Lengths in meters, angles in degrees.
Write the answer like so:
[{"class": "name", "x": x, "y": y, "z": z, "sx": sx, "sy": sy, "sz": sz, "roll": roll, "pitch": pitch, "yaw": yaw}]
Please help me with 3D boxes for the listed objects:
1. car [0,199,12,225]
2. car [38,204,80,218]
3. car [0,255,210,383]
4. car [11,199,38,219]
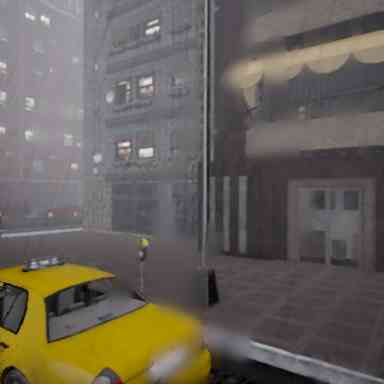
[{"class": "car", "x": -15.028, "y": 1.530, "z": 22.195, "sx": 2.097, "sy": 1.767, "sz": 4.553, "roll": 1, "pitch": -1, "yaw": 29}, {"class": "car", "x": -13.714, "y": 1.889, "z": 34.290, "sx": 1.887, "sy": 1.381, "sz": 4.507, "roll": -1, "pitch": -2, "yaw": 35}, {"class": "car", "x": -2.093, "y": 1.521, "z": 4.364, "sx": 4.829, "sy": 1.417, "sz": 1.752, "roll": 0, "pitch": 0, "yaw": 35}, {"class": "car", "x": -17.006, "y": 1.556, "z": 29.648, "sx": 2.192, "sy": 1.841, "sz": 5.009, "roll": -1, "pitch": -2, "yaw": 35}]
